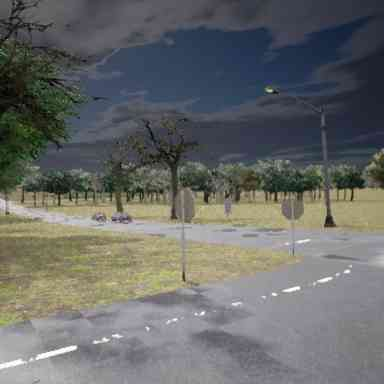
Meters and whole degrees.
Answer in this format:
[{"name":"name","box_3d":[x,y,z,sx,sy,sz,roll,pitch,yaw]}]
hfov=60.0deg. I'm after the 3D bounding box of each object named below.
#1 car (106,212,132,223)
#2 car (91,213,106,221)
[{"name":"car","box_3d":[-11.321,3.948,52.540,2.097,1.767,4.553,-1,-2,-34]},{"name":"car","box_3d":[-16.958,4.538,60.758,1.812,1.442,4.674,-1,-1,-34]}]
